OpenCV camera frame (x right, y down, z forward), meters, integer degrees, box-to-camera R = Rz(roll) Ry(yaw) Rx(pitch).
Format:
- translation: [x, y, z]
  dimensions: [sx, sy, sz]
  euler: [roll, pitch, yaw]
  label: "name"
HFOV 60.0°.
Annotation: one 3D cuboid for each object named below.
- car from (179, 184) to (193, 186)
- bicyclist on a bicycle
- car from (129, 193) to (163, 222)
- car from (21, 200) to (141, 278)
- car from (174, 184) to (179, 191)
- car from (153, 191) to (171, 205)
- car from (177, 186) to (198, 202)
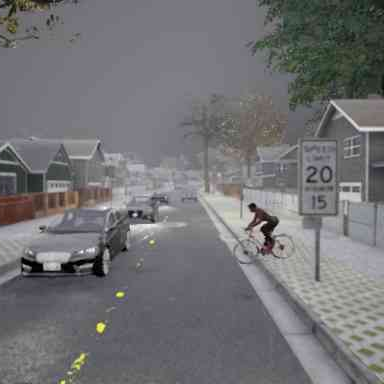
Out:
- translation: [-0.451, -0.245, 49.594]
  dimensions: [2.097, 1.767, 4.553]
  euler: [0, 2, 0]
  label: "car"
- translation: [1.856, 1.074, 8.834]
  dimensions: [1.656, 1.620, 0.582]
  euler: [-8, 2, 0]
  label: "bicyclist on a bicycle"
- translation: [-3.057, 0.964, 19.747]
  dimensions: [1.994, 1.385, 4.181]
  euler: [0, 2, -1]
  label: "car"
- translation: [-2.943, 1.214, 9.370]
  dimensions: [2.128, 1.511, 4.902]
  euler: [0, 2, -1]
  label: "car"
- translation: [-3.019, -1.092, 75.497]
  dimensions: [1.882, 1.535, 5.008]
  euler: [0, 2, 2]
  label: "car"
- translation: [-3.164, 0.558, 33.392]
  dimensions: [1.895, 1.301, 4.718]
  euler: [0, 2, 0]
  label: "car"
- translation: [-0.318, 0.353, 37.807]
  dimensions: [2.033, 1.411, 5.357]
  euler: [0, 2, -1]
  label: "car"
